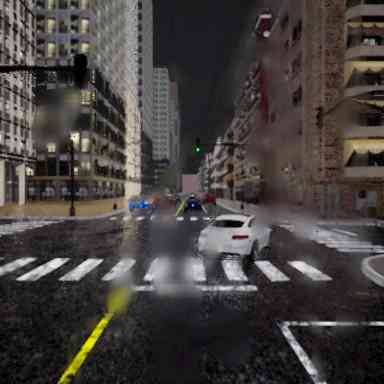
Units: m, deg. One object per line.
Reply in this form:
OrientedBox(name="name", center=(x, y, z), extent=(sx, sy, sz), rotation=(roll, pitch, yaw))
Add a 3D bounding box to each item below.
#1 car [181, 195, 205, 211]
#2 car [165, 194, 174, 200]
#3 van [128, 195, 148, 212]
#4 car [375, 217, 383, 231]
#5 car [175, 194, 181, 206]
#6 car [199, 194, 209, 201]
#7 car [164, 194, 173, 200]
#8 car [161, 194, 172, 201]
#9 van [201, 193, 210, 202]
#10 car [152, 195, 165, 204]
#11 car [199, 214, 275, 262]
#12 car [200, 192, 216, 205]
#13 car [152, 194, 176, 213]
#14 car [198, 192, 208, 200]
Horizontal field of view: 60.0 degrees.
OrientedBox(name="car", center=(0.102, 1.406, 38.407), extent=(1.994, 1.385, 4.181), rotation=(0, 0, 0))
OrientedBox(name="car", center=(-5.692, 1.224, 85.611), extent=(2.008, 1.369, 4.403), rotation=(0, 0, 0))
OrientedBox(name="van", center=(-5.692, 1.194, 35.652), extent=(1.690, 1.788, 3.998), rotation=(0, 0, 0))
OrientedBox(name="car", center=(13.466, 1.727, 19.815), extent=(4.674, 1.442, 1.812), rotation=(1, 0, 0))
OrientedBox(name="car", center=(-3.080, 1.304, 46.011), extent=(2.128, 1.511, 4.902), rotation=(0, 0, 0))
OrientedBox(name="car", center=(2.689, 1.261, 74.510), extent=(2.008, 1.369, 4.403), rotation=(0, 0, 0))
OrientedBox(name="car", center=(-5.692, 1.217, 79.889), extent=(1.752, 1.417, 4.829), rotation=(0, 0, 0))
OrientedBox(name="car", center=(-5.692, 1.151, 74.508), extent=(1.967, 1.590, 4.097), rotation=(0, 0, 0))
OrientedBox(name="van", center=(2.688, 1.071, 68.958), extent=(1.690, 1.788, 3.998), rotation=(0, 0, 0))
OrientedBox(name="car", center=(-5.692, 1.296, 57.686), extent=(1.752, 1.417, 4.829), rotation=(0, 0, 0))
OrientedBox(name="car", center=(1.736, 1.531, 12.248), extent=(1.812, 1.442, 4.674), rotation=(0, 0, 23))
OrientedBox(name="car", center=(2.688, 1.105, 52.306), extent=(2.192, 1.841, 5.009), rotation=(0, 0, 0))
OrientedBox(name="car", center=(-3.089, 1.333, 35.044), extent=(1.882, 1.535, 5.008), rotation=(0, 0, 0))
OrientedBox(name="car", center=(2.688, 1.006, 80.060), extent=(2.192, 1.841, 5.009), rotation=(0, 0, 0))
